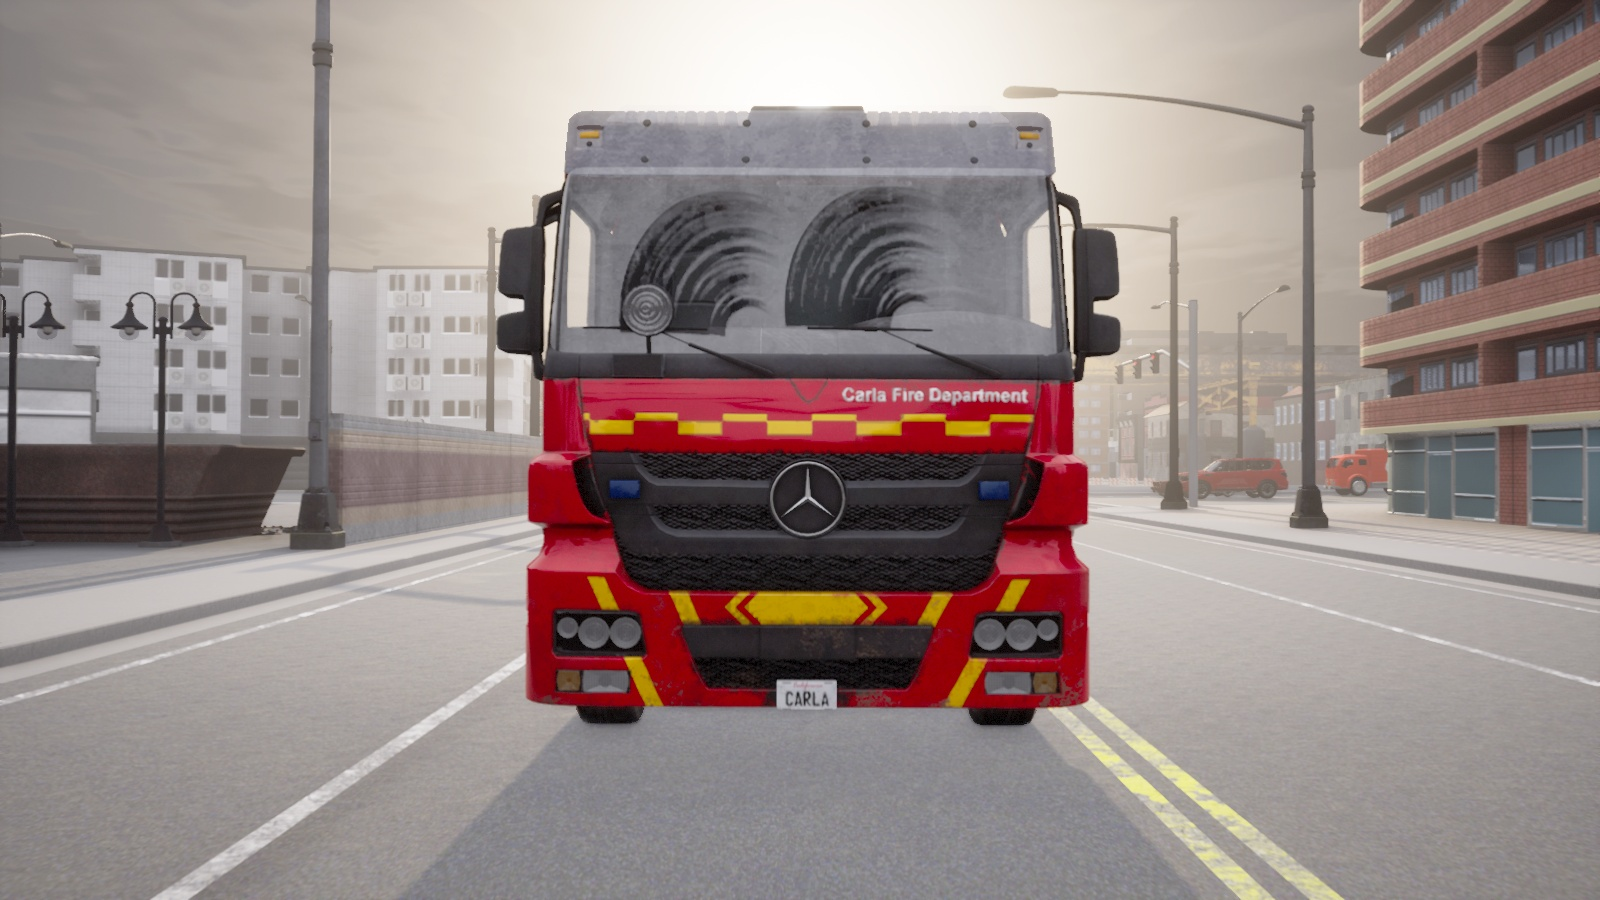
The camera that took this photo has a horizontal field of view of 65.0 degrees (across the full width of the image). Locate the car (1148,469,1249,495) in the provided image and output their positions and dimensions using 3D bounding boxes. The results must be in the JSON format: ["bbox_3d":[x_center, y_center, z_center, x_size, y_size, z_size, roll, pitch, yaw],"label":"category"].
[{"bbox_3d":[21.186,1.697,66.865,4.718,1.301,1.895,-1,-1,1],"label":"car"}]

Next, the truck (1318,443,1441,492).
[{"bbox_3d":[30.689,0.929,66.646,5.204,2.467,2.627,-1,-1,1],"label":"truck"}]

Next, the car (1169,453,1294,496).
[{"bbox_3d":[21.715,1.250,63.346,5.566,2.045,2.150,-1,-1,1],"label":"car"}]

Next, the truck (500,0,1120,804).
[{"bbox_3d":[0.056,-0.202,10.115,2.891,3.827,8.468,0,-1,0],"label":"truck"}]
